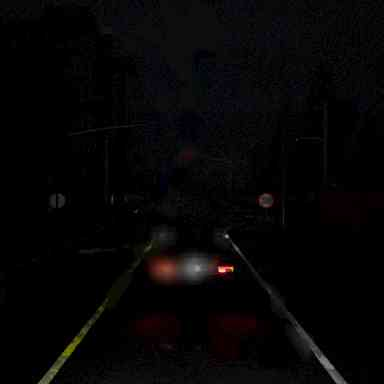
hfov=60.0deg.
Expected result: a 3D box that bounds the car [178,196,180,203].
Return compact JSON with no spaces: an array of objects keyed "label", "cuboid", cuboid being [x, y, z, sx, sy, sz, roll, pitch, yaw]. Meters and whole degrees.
[{"label":"car","cuboid":[-3.481,1.505,57.403,1.837,1.490,4.892,0,0,0]}]

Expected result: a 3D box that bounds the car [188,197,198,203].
[{"label":"car","cuboid":[0.219,1.600,69.713,1.895,1.301,4.718,0,0,0]}]

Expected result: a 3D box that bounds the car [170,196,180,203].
[{"label":"car","cuboid":[-3.395,1.505,67.863,1.837,1.490,4.892,0,0,0]}]

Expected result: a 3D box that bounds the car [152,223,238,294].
[{"label":"car","cuboid":[0.074,1.547,8.941,2.033,1.411,5.357,0,0,0]}]

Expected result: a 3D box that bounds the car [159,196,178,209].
[{"label":"car","cuboid":[-3.512,1.547,46.323,2.033,1.411,5.357,0,0,0]}]
